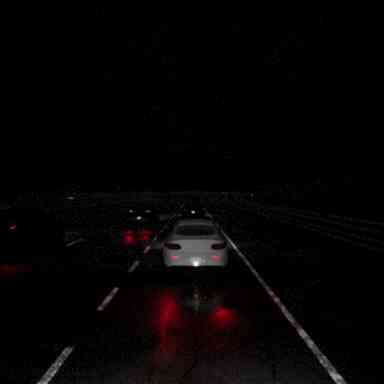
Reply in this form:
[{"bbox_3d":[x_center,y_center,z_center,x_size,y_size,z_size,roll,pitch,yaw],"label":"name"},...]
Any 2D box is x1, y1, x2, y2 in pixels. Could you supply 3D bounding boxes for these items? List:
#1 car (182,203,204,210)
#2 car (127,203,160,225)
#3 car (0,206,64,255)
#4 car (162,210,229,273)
[{"bbox_3d":[0.097,1.605,29.124,1.994,1.385,4.181,0,0,0],"label":"car"},{"bbox_3d":[-3.502,1.520,24.465,2.128,1.511,4.902,0,0,0],"label":"car"},{"bbox_3d":[-6.902,1.351,13.385,2.097,1.767,4.553,0,0,0],"label":"car"},{"bbox_3d":[0.099,1.519,10.513,1.812,1.442,4.674,0,0,0],"label":"car"}]
